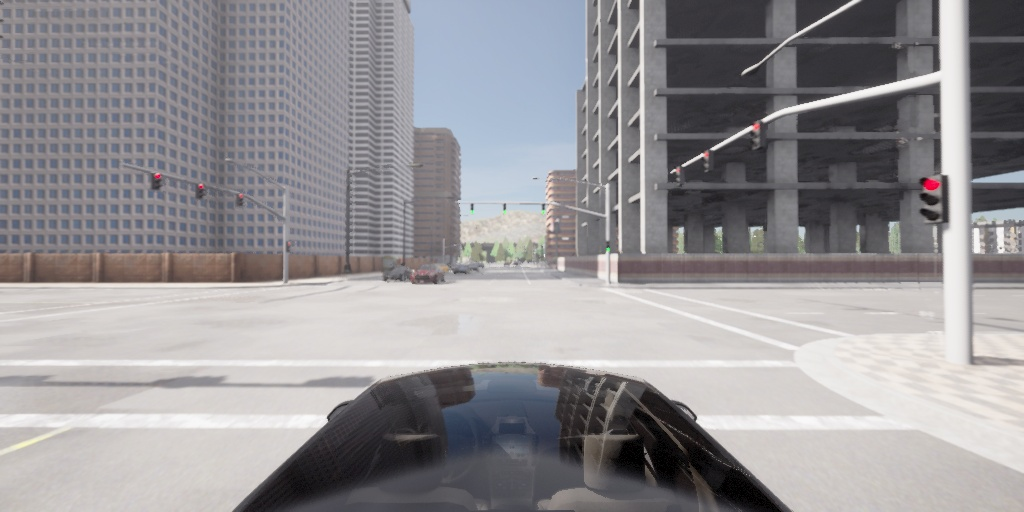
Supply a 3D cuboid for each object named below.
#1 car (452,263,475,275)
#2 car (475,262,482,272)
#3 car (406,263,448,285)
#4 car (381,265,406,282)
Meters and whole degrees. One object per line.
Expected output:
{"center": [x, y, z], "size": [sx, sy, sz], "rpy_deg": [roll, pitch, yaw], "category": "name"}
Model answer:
{"center": [-6.980, 1.914, 50.491], "size": [2.033, 1.411, 5.357], "rpy_deg": [0, -1, 1], "category": "car"}
{"center": [-6.726, 2.012, 61.648], "size": [1.837, 1.490, 4.892], "rpy_deg": [0, -1, 1], "category": "car"}
{"center": [-7.175, 1.472, 30.861], "size": [2.097, 1.767, 4.553], "rpy_deg": [0, -1, 0], "category": "car"}
{"center": [-10.759, 1.666, 34.083], "size": [1.837, 1.490, 4.892], "rpy_deg": [0, -1, 1], "category": "car"}
